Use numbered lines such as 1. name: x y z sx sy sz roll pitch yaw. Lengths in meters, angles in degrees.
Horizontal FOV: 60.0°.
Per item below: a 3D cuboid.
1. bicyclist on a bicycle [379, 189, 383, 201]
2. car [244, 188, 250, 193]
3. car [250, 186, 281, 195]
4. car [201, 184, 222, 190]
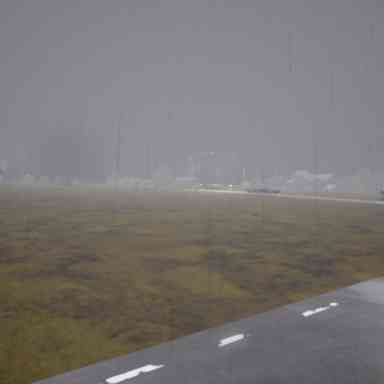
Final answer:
1. bicyclist on a bicycle: 26.380 0.461 46.186 1.656 1.620 0.582 0 2 -35
2. car: 12.035 -0.476 61.272 2.033 1.411 5.357 1 2 -35
3. car: 12.543 -0.226 55.573 1.895 1.301 4.718 1 2 -35
4. car: 4.207 -1.146 72.456 2.033 1.411 5.357 1 2 -35
